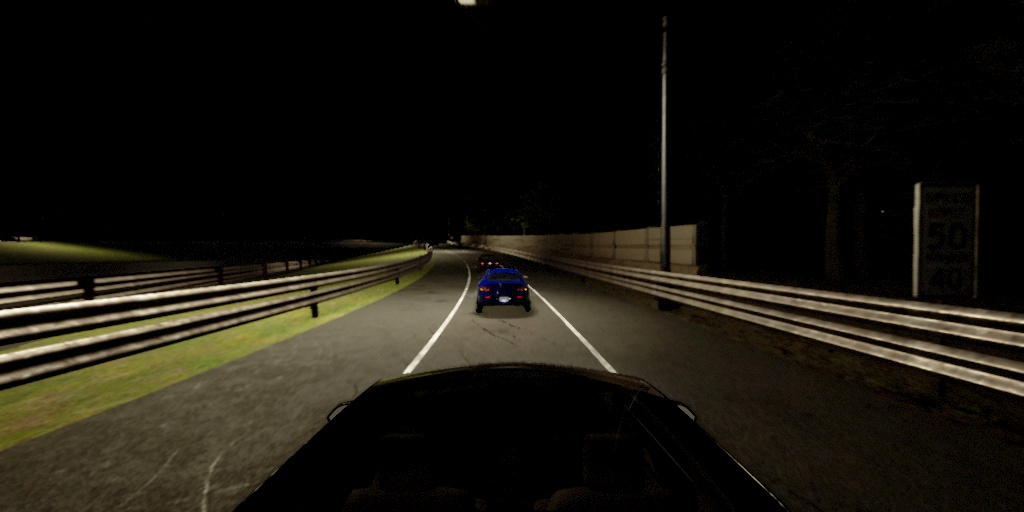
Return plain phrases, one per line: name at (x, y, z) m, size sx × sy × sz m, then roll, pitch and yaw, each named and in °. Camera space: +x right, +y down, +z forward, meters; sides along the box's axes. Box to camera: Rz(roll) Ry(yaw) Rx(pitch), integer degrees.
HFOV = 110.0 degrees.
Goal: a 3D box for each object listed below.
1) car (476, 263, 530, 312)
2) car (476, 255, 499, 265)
car at (-0.368, 1.167, 13.648) m, size 1.812 × 1.442 × 4.674 m, roll 0°, pitch 1°, yaw -3°
car at (-2.259, 0.585, 33.349) m, size 2.033 × 1.411 × 5.357 m, roll 0°, pitch 3°, yaw -8°
